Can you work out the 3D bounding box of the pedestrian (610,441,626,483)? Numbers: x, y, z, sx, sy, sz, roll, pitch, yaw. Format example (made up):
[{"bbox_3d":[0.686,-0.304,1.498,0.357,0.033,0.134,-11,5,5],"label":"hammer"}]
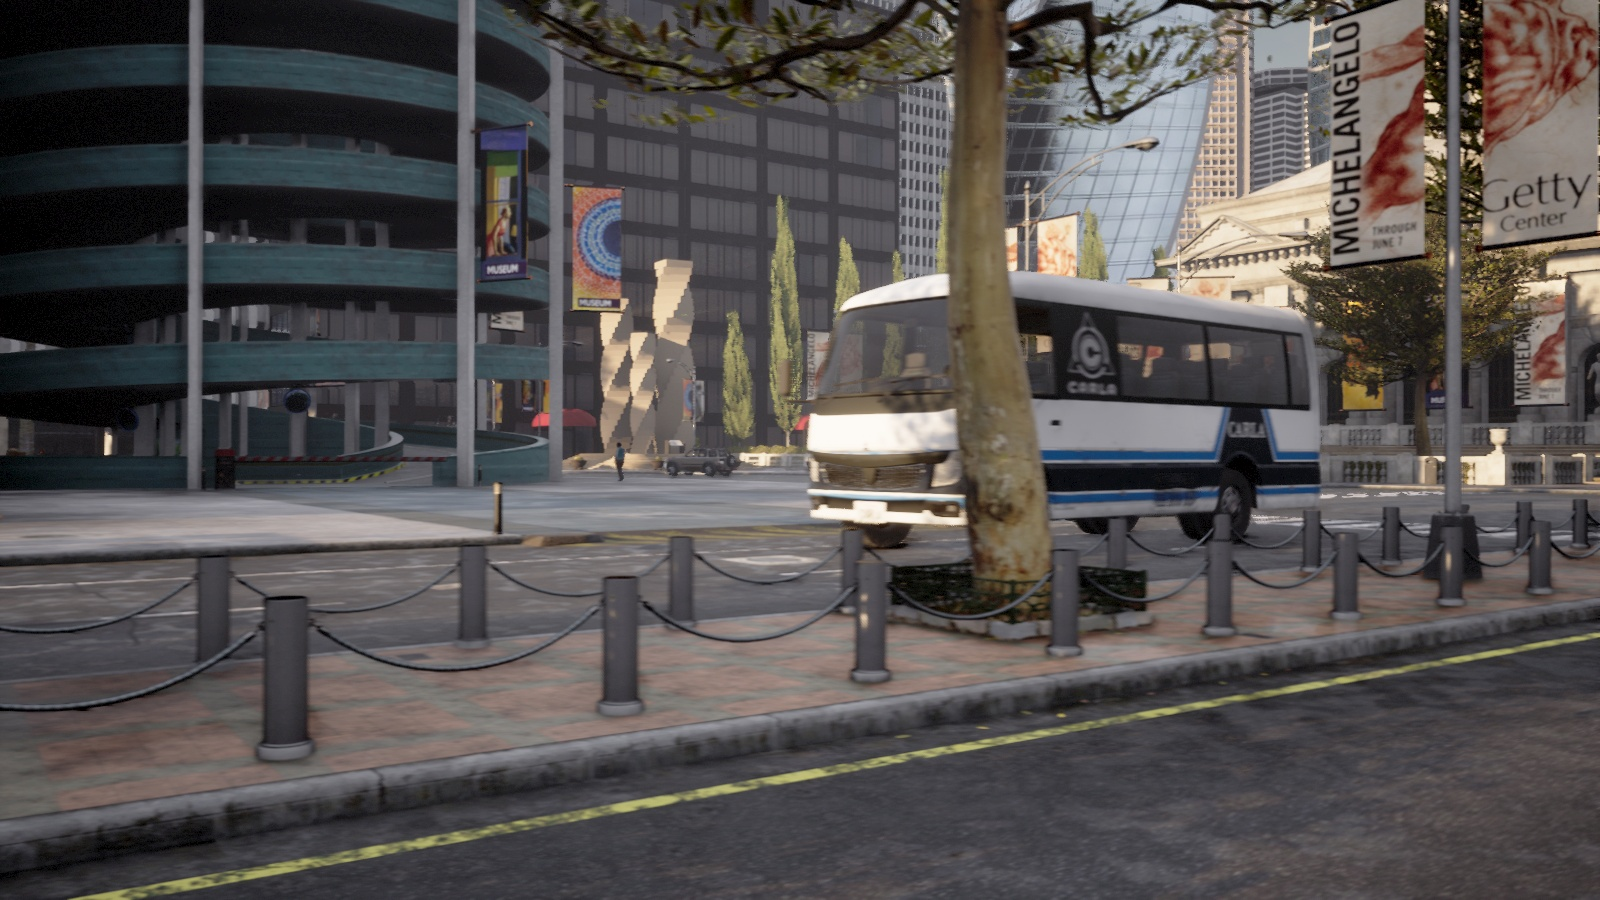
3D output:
[{"bbox_3d":[-8.408,0.561,58.037,0.396,1.930,0.692,0,0,-39],"label":"pedestrian"}]

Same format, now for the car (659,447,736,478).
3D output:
[{"bbox_3d":[-6.432,0.768,78.801,4.605,1.855,1.932,0,0,32],"label":"car"}]

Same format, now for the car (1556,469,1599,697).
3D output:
[{"bbox_3d":[6.057,0.806,7.874,2.207,1.376,1.481,0,0,-35],"label":"car"}]

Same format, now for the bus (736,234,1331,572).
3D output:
[{"bbox_3d":[4.251,-0.590,20.604,10.273,4.253,3.944,0,0,-40],"label":"bus"}]
